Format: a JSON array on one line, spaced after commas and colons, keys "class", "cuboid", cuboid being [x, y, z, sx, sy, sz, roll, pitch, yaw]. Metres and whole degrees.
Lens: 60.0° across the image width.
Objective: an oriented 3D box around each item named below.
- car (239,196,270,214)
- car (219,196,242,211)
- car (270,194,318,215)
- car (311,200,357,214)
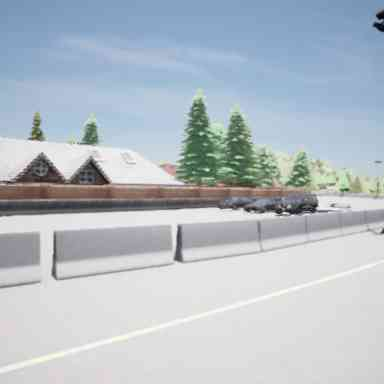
[{"class": "car", "cuboid": [7.362, 1.404, 33.350, 2.033, 1.411, 5.357, 1, 1, 44]}, {"class": "car", "cuboid": [4.843, 1.183, 35.775, 1.812, 1.442, 4.674, 1, 1, 44]}, {"class": "car", "cuboid": [9.867, 1.178, 30.899, 2.150, 2.045, 5.566, 1, 1, 44]}, {"class": "car", "cuboid": [12.383, 1.597, 28.476, 1.895, 1.301, 4.718, 1, 1, 44]}]
